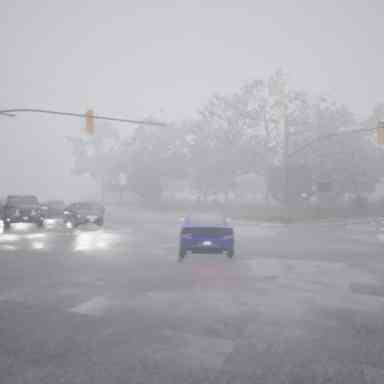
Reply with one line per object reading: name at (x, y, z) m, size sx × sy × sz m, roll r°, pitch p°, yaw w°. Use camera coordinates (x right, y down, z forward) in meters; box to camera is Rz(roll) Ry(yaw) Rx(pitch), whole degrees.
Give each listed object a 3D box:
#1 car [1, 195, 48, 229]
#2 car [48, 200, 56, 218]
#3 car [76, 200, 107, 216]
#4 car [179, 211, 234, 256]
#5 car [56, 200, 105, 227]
car at (-11.391, 1.225, 22.357) m, size 2.150 × 2.045 × 5.566 m, roll 0°, pitch 0°, yaw -31°
car at (-12.574, 1.503, 30.699) m, size 1.837 × 1.490 × 4.892 m, roll 0°, pitch 0°, yaw -32°
car at (-10.399, 1.561, 34.166) m, size 1.994 × 1.385 × 4.181 m, roll 0°, pitch 0°, yaw -32°
car at (0.517, 1.482, 13.101) m, size 1.882 × 1.535 × 5.008 m, roll 1°, pitch 0°, yaw 0°
car at (-7.520, 1.497, 22.755) m, size 2.128 × 1.511 × 4.902 m, roll 0°, pitch 0°, yaw -33°
